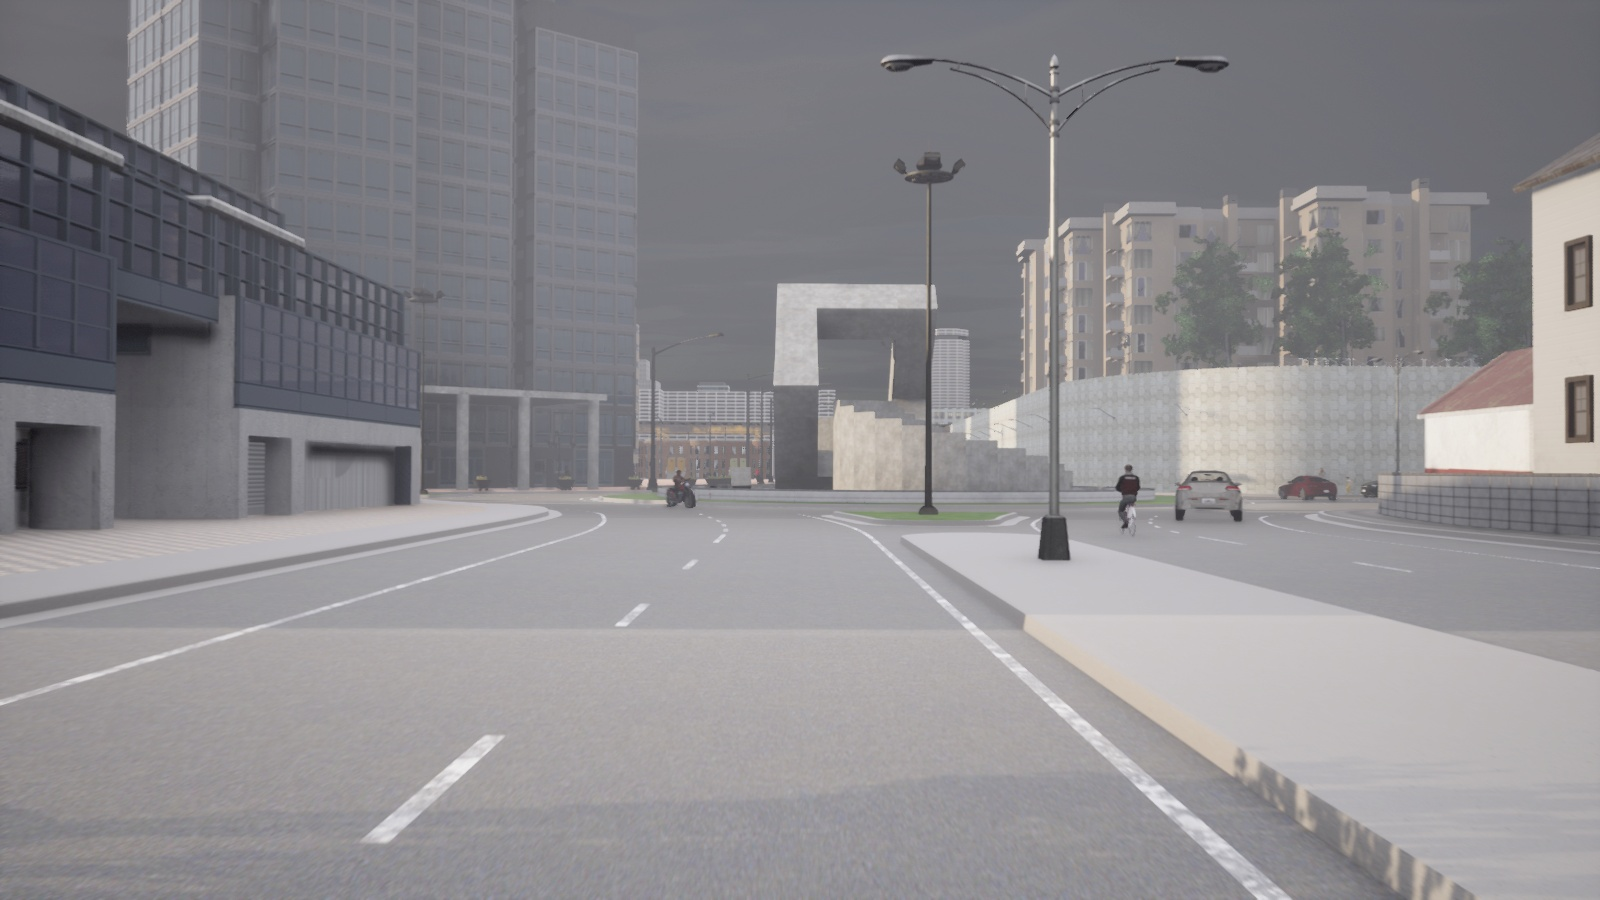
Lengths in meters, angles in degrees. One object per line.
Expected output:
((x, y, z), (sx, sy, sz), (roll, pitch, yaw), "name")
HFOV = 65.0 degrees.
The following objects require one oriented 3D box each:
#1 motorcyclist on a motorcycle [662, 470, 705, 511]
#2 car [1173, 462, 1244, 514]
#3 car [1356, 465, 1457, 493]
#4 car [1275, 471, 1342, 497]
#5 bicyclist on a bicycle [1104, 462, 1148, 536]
((-4.915, 1.673, 52.709), (0.766, 1.649, 2.350), (0, -1, -34), "motorcyclist on a motorcycle")
((13.945, 1.261, 42.920), (2.152, 1.651, 5.027), (-1, -1, 18), "car")
((36.393, 1.719, 75.422), (5.027, 1.651, 2.152), (0, -1, 2), "car")
((29.393, 1.950, 72.783), (1.812, 1.442, 4.674), (0, -1, -2), "car")
((8.055, 1.177, 31.071), (0.659, 1.776, 1.843), (0, -1, 2), "bicyclist on a bicycle")
